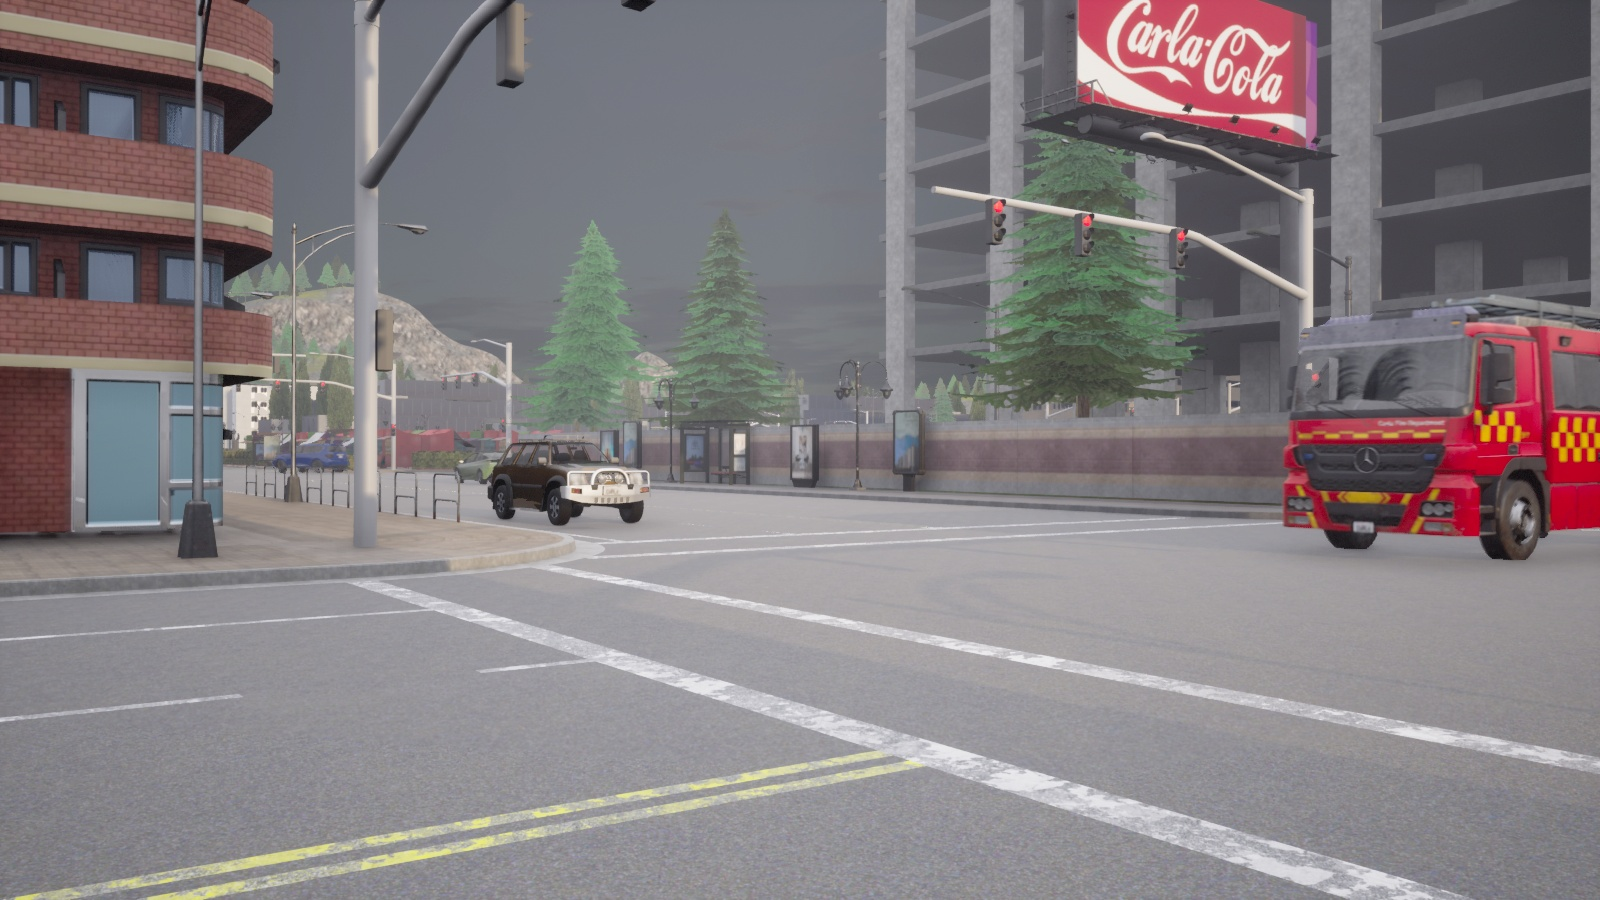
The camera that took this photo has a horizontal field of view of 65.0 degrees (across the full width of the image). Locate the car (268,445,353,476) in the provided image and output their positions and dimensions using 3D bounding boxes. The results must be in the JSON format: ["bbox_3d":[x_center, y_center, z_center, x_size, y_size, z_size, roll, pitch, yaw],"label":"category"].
[{"bbox_3d":[-34.092,0.737,87.483,5.566,2.045,2.150,-1,0,24],"label":"car"}]

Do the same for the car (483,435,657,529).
[{"bbox_3d":[-5.046,0.638,27.088,1.932,1.855,4.605,0,0,-35],"label":"car"}]

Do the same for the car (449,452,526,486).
[{"bbox_3d":[-14.768,0.868,59.124,2.007,1.525,4.514,0,0,-35],"label":"car"}]

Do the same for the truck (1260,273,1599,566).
[{"bbox_3d":[11.162,-0.395,19.966,8.468,3.827,2.891,0,0,-35],"label":"truck"}]
